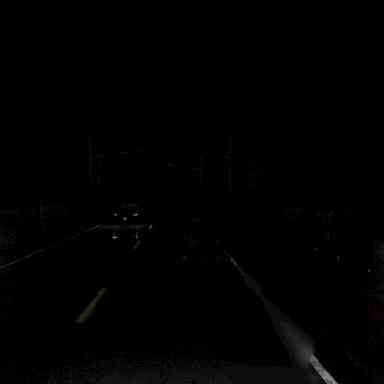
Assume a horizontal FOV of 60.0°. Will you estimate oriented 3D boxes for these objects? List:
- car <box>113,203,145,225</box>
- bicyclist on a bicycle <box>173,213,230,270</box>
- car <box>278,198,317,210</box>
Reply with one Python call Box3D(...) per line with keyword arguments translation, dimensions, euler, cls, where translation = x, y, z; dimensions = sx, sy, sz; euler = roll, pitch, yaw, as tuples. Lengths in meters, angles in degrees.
Box3D(translation=(-4.557, 1.521, 24.477), dimensions=(1.812, 1.442, 4.674), euler=(0, 0, -2), cls="car")
Box3D(translation=(0.262, 1.438, 9.561), dimensions=(1.656, 1.620, 0.582), euler=(-1, 0, -3), cls="bicyclist on a bicycle")
Box3D(translation=(13.171, 1.502, 41.508), dimensions=(4.674, 1.442, 1.812), euler=(0, 0, -1), cls="car")
